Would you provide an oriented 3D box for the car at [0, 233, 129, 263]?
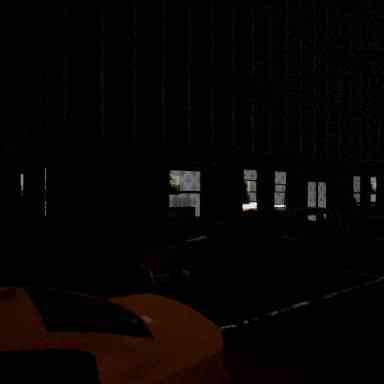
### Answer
[{"bbox_3d":[-2.594,1.440,4.884,4.097,1.590,1.967,0,0,-35],"label":"car"}]

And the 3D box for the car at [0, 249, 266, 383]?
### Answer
[{"bbox_3d":[-2.020,1.477,1.938,5.008,1.535,1.882,0,0,-35],"label":"car"}]

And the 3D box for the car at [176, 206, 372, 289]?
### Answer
[{"bbox_3d":[1.937,1.314,8.105,5.009,1.841,2.192,0,0,-35],"label":"car"}]

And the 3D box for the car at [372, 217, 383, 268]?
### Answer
[{"bbox_3d":[6.468,1.561,11.329,4.313,1.339,1.947,0,0,-35],"label":"car"}]
